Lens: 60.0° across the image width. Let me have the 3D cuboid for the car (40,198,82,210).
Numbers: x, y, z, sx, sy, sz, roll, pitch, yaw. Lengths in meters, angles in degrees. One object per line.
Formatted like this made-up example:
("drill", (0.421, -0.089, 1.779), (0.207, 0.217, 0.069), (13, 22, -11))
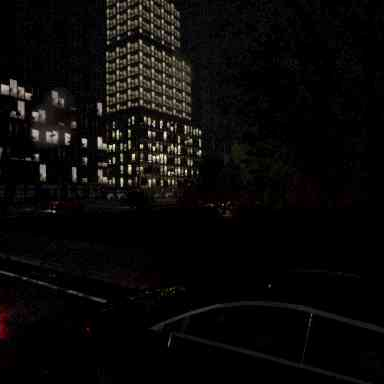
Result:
("car", (-17.834, 1.582, 45.516), (1.882, 1.535, 5.008), (-1, -1, 37))

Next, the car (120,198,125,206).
("car", (-9.652, 1.343, 56.363), (2.150, 2.045, 5.566), (-1, -1, 37))

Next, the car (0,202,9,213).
("car", (-21.656, 1.609, 35.032), (1.994, 1.385, 4.181), (-1, -1, 37))

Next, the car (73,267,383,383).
("car", (0.922, 1.492, 3.029), (4.902, 1.511, 2.128), (0, 0, 35))

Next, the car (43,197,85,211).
("car", (-16.058, 1.409, 42.474), (2.097, 1.767, 4.553), (-1, -1, 37))
